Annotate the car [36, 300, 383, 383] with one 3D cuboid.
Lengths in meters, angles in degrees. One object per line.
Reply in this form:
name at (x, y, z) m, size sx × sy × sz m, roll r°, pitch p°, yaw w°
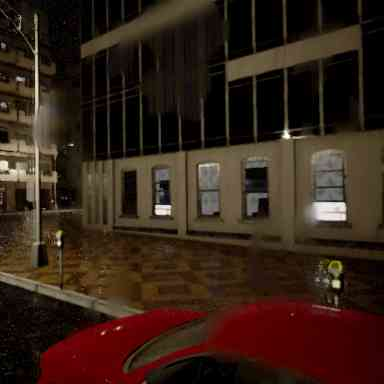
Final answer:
car at (0.639, 1.548, 2.429) m, size 4.507 × 1.381 × 1.887 m, roll 0°, pitch -1°, yaw 36°
